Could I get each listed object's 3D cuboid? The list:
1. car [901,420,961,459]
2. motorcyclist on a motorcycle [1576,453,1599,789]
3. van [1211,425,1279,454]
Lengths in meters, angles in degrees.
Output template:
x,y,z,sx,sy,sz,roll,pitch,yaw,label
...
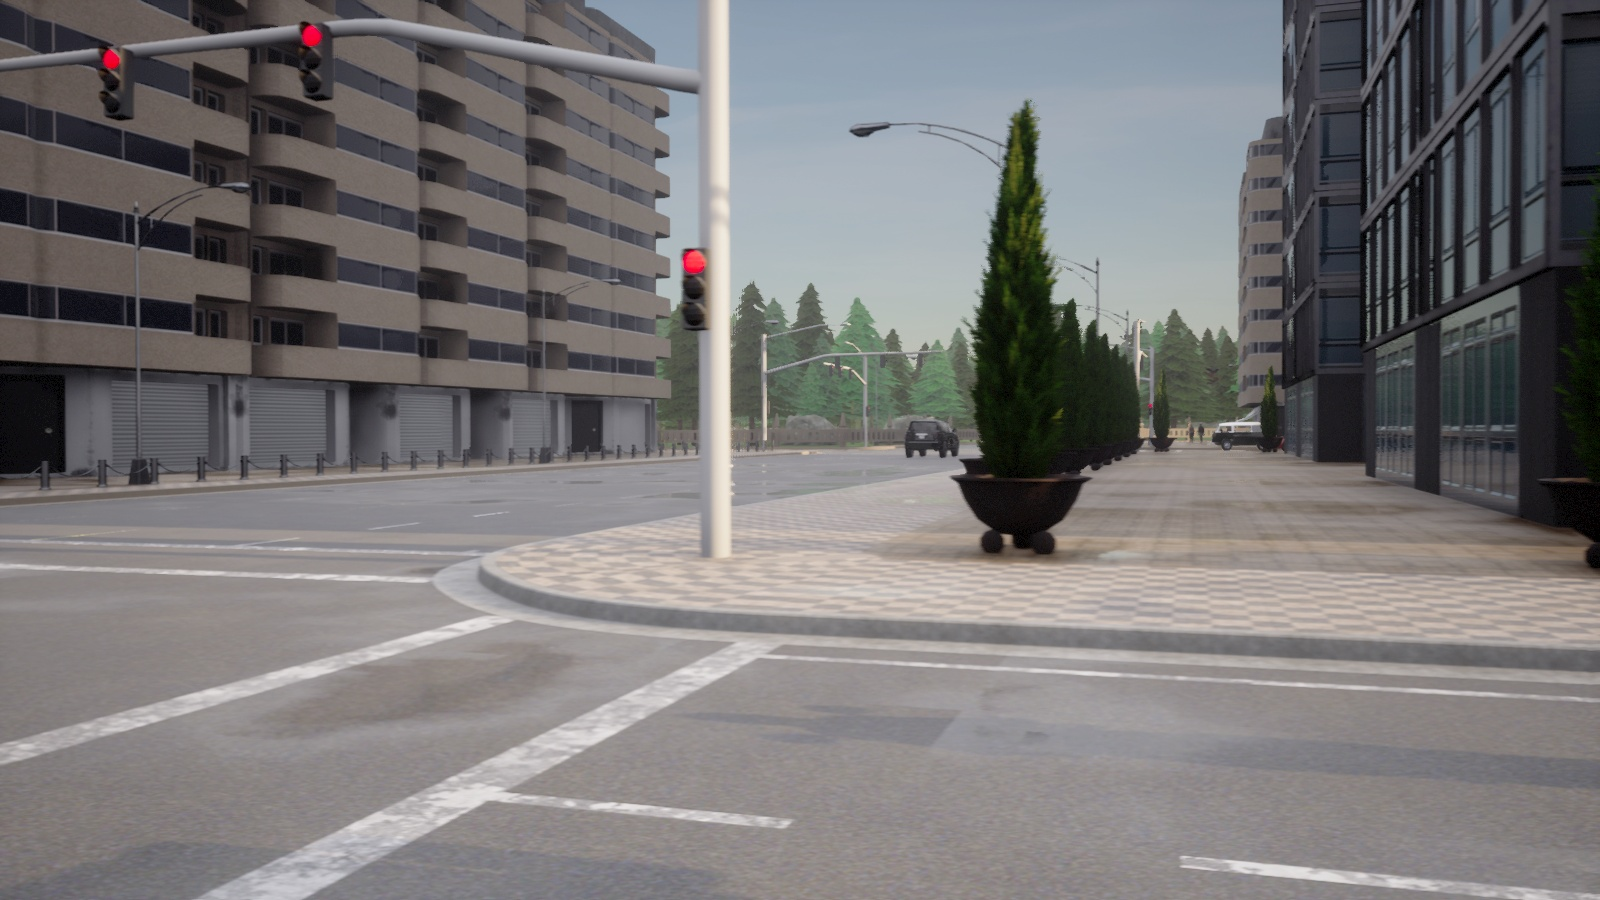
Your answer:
x,y,z,sx,sy,sz,roll,pitch,yaw,label
7.237,-0.574,68.999,2.150,2.045,5.566,1,1,18,car
4.691,0.795,5.349,2.191,1.530,0.866,1,1,17,motorcyclist on a motorcycle
31.788,-0.751,89.876,4.480,2.038,2.069,1,1,18,van
